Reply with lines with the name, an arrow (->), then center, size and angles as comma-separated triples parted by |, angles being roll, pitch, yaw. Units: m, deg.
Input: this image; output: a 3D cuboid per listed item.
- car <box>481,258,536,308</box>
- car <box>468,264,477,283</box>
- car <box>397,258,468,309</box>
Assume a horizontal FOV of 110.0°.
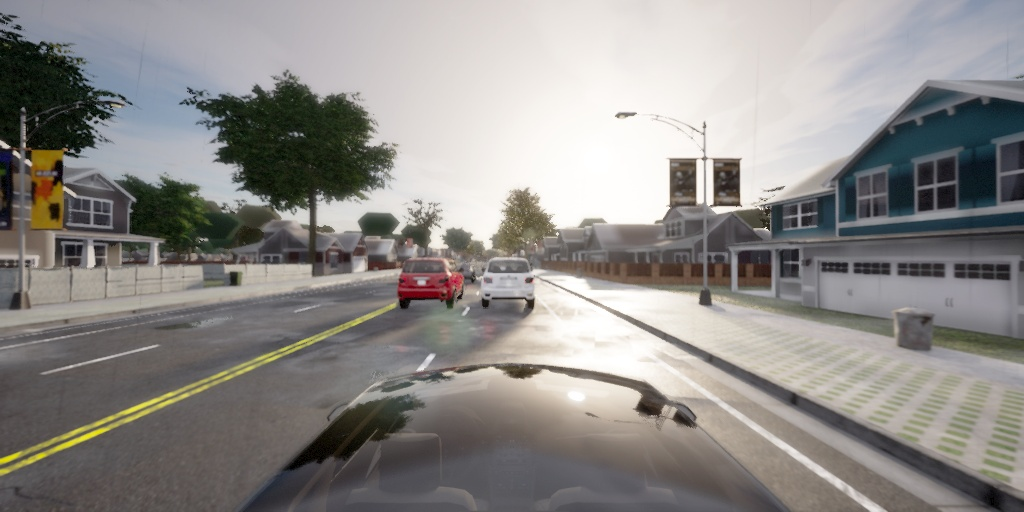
car -> -0.195, 1.103, 16.132 | 2.150, 2.045, 5.566 | 0, 0, -2
car -> -4.120, 1.524, 31.329 | 2.128, 1.511, 4.902 | 0, 0, -3
car -> -3.444, 1.103, 16.039 | 2.150, 2.045, 5.566 | 0, 0, -2
